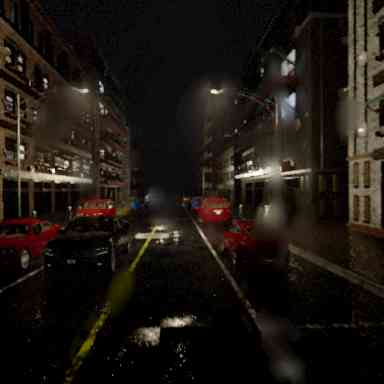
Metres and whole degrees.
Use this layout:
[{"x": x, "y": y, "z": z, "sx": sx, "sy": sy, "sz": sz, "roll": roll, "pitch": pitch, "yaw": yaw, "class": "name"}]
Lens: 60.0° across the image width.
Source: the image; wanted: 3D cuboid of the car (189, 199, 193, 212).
[{"x": 0.957, "y": 1.696, "z": 34.148, "sx": 1.802, "sy": 1.307, "sz": 4.206, "roll": -1, "pitch": 0, "yaw": -3, "class": "car"}]

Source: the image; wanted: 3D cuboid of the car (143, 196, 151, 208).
[{"x": -7.739, "y": 1.679, "z": 50.738, "sx": 1.967, "sy": 1.590, "sz": 4.097, "roll": -1, "pitch": 0, "yaw": -3, "class": "car"}]

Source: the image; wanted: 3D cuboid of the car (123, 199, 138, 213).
[{"x": -6.908, "y": 1.697, "z": 33.634, "sx": 1.752, "sy": 1.417, "sz": 4.829, "roll": -1, "pitch": 0, "yaw": -3, "class": "car"}]

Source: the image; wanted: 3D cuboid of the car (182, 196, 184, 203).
[{"x": -0.966, "y": 1.709, "z": 73.752, "sx": 1.967, "sy": 1.590, "sz": 4.097, "roll": -1, "pitch": 0, "yaw": -3, "class": "car"}]

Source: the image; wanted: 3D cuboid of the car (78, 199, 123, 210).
[{"x": -6.373, "y": 1.443, "z": 22.515, "sx": 2.192, "sy": 1.841, "sz": 5.009, "roll": -1, "pitch": 0, "yaw": -3, "class": "car"}]

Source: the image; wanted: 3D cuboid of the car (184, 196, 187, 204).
[{"x": 0.403, "y": 1.473, "z": 45.464, "sx": 2.192, "sy": 1.841, "sz": 5.009, "roll": -1, "pitch": 0, "yaw": -3, "class": "car"}]

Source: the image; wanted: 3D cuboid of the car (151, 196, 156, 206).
[{"x": -8.284, "y": 1.834, "z": 62.027, "sx": 2.008, "sy": 1.369, "sz": 4.403, "roll": -1, "pitch": 0, "yaw": -3, "class": "car"}]

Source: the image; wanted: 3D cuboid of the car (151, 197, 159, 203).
[{"x": -9.371, "y": 1.897, "z": 84.436, "sx": 1.752, "sy": 1.417, "sz": 4.829, "roll": -1, "pitch": 0, "yaw": -3, "class": "car"}]

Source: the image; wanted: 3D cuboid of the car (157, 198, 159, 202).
[{"x": -8.831, "y": 1.894, "z": 73.317, "sx": 1.947, "sy": 1.339, "sz": 4.313, "roll": -1, "pitch": 0, "yaw": -3, "class": "car"}]

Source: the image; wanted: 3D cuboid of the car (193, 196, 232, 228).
[{"x": 1.500, "y": 1.384, "z": 22.833, "sx": 2.192, "sy": 1.841, "sz": 5.009, "roll": -1, "pitch": 0, "yaw": -3, "class": "car"}]

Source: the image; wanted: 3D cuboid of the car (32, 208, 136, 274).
[{"x": -3.236, "y": 1.542, "z": 11.108, "sx": 1.882, "sy": 1.535, "sz": 5.008, "roll": 0, "pitch": 0, "yaw": -3, "class": "car"}]

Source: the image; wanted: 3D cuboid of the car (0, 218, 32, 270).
[{"x": -5.821, "y": 1.629, "z": 11.226, "sx": 1.887, "sy": 1.381, "sz": 4.507, "roll": -1, "pitch": 0, "yaw": -3, "class": "car"}]

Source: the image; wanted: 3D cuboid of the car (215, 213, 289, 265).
[{"x": 2.055, "y": 1.607, "z": 11.517, "sx": 1.802, "sy": 1.307, "sz": 4.206, "roll": -1, "pitch": 0, "yaw": -3, "class": "car"}]

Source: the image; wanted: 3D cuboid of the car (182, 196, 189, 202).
[{"x": -1.786, "y": 1.918, "z": 90.724, "sx": 1.802, "sy": 1.307, "sz": 4.206, "roll": -1, "pitch": 0, "yaw": -3, "class": "car"}]

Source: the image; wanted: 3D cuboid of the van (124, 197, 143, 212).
[{"x": -7.194, "y": 1.536, "z": 39.450, "sx": 1.690, "sy": 1.788, "sz": 3.998, "roll": -1, "pitch": 0, "yaw": -3, "class": "van"}]

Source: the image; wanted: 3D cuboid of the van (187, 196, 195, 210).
[{"x": 0.678, "y": 1.477, "z": 39.806, "sx": 1.690, "sy": 1.788, "sz": 3.998, "roll": -1, "pitch": 0, "yaw": -3, "class": "van"}]
